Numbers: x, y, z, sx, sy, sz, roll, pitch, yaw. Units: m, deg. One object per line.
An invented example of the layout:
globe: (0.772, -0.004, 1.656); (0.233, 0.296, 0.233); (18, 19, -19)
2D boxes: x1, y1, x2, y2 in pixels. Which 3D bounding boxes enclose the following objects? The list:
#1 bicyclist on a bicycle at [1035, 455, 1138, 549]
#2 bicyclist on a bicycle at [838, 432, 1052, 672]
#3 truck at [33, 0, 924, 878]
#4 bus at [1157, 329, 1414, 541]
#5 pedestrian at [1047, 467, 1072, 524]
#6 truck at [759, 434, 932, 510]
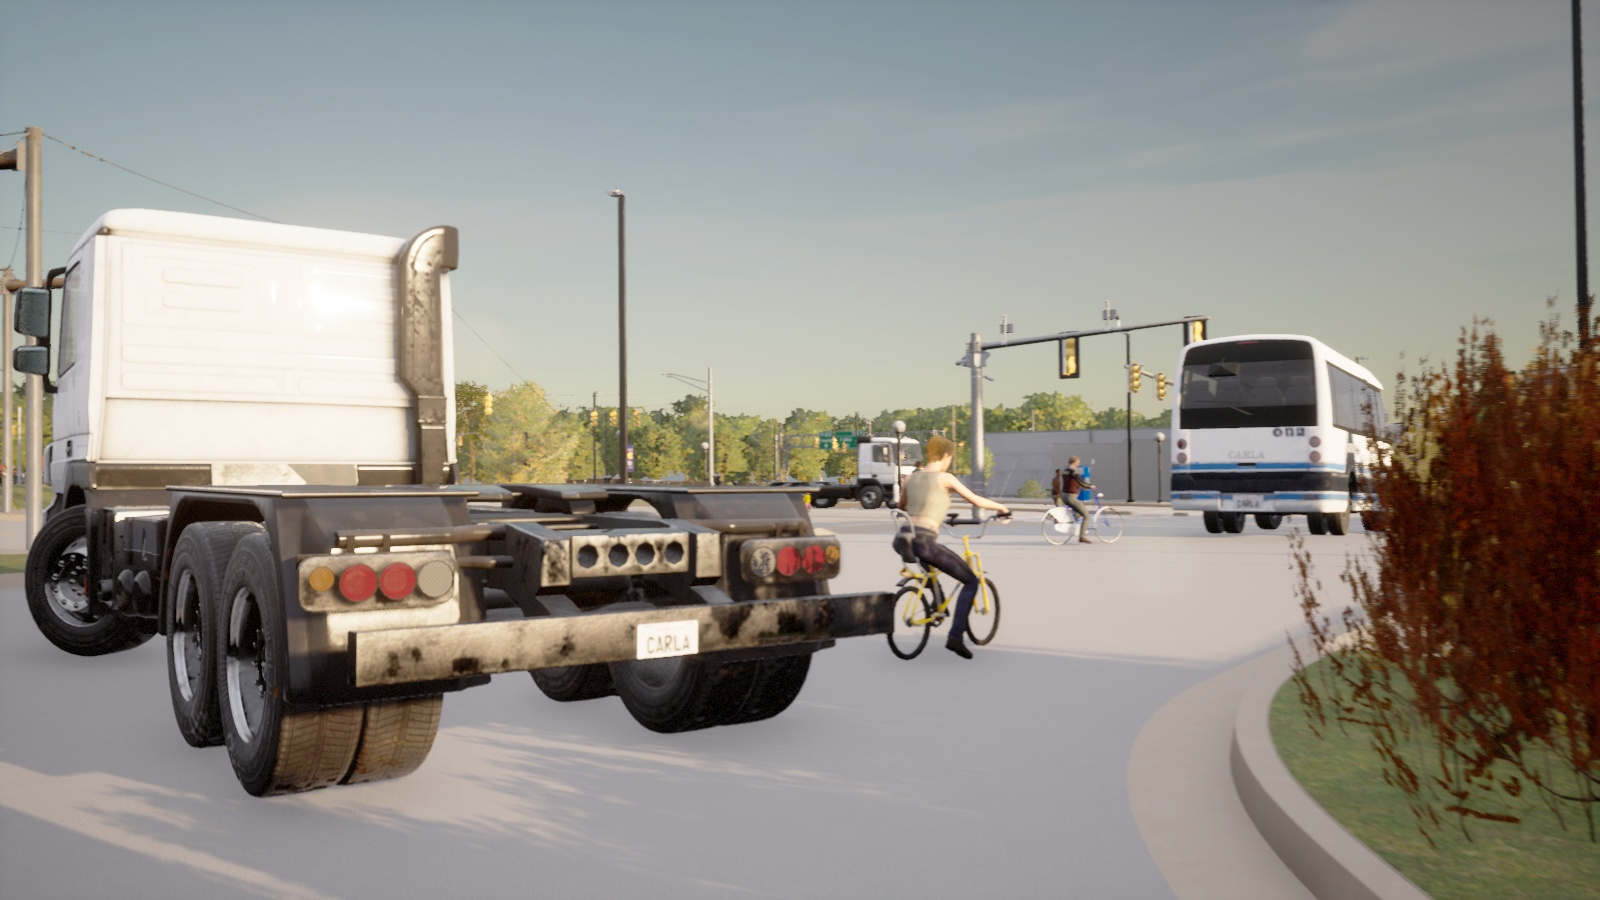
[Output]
bicyclist on a bicycle: (5.632, 1.000, 24.686); (1.843, 1.776, 0.659); (-1, -1, -18)
bicyclist on a bicycle: (1.099, 0.702, 9.307); (0.866, 1.612, 1.509); (-1, -2, 41)
truck: (-2.951, -0.196, 8.390); (2.891, 3.462, 7.936); (1, -1, -37)
bus: (12.158, -0.086, 30.588); (3.944, 4.253, 10.273); (-1, -3, 32)
pedestrian: (8.364, 1.461, 40.476); (0.703, 1.840, 0.431); (-1, -1, 25)
truck: (2.129, 1.118, 60.523); (7.936, 3.462, 2.891); (-1, -2, 32)
